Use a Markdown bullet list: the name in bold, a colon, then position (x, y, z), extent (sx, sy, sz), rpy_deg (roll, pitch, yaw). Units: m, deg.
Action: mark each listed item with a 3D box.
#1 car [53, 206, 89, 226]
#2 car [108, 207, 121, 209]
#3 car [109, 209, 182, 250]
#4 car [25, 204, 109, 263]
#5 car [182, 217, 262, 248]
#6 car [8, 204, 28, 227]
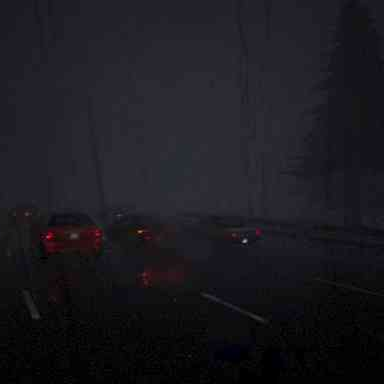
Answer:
- **car**: position (-10.204, 1.940, 27.904), extent (1.994, 1.385, 4.181), rpy_deg (1, -1, -31)
- **car**: position (-7.183, 1.984, 29.672), extent (1.994, 1.385, 4.181), rpy_deg (1, -1, -31)
- **car**: position (-2.511, 1.755, 15.573), extent (1.812, 1.442, 4.674), rpy_deg (1, -1, -31)
- **car**: position (-5.094, 1.529, 13.095), extent (2.097, 1.767, 4.553), rpy_deg (1, -1, -31)
- **car**: position (1.133, 1.862, 16.320), extent (1.895, 1.301, 4.718), rpy_deg (1, -1, -31)
- **car**: position (-13.017, 1.679, 25.800), extent (2.097, 1.767, 4.553), rpy_deg (1, -1, -31)
